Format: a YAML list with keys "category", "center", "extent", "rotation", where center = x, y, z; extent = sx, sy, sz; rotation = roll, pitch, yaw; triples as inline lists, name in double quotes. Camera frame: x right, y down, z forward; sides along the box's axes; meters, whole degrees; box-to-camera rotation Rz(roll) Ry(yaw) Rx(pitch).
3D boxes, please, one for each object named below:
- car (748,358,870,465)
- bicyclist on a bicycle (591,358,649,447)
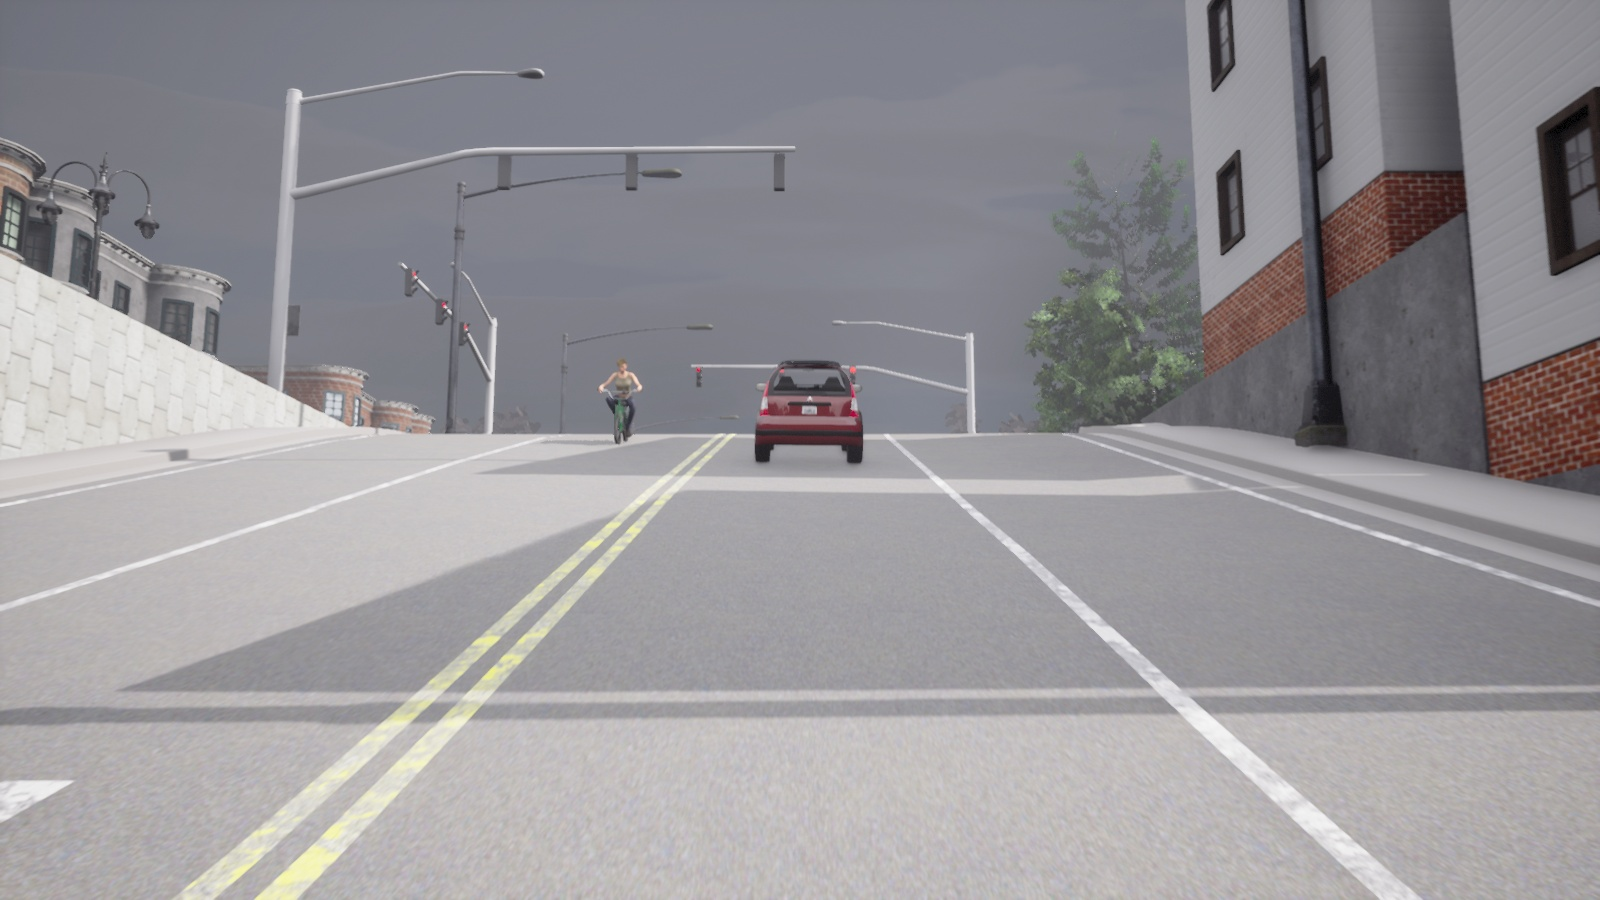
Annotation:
- category: "car"
  center: [0.135, -0.725, 21.269]
  extent: [1.851, 1.617, 3.988]
  rotation: [1, 4, 0]
- category: "bicyclist on a bicycle"
  center: [-3.362, -0.898, 23.621]
  extent: [0.866, 1.612, 1.509]
  rotation: [1, 3, 0]
